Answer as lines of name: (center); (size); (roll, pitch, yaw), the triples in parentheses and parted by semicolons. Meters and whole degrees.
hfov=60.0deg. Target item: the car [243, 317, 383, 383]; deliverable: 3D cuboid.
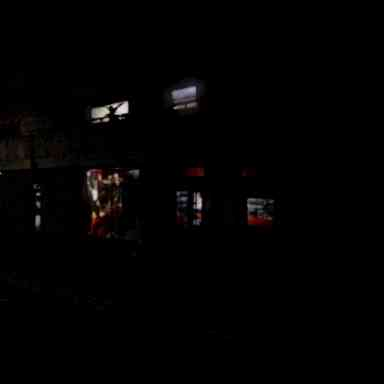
car: (2.485, 1.313, 1.085); (5.009, 1.841, 2.192); (0, 1, 36)
